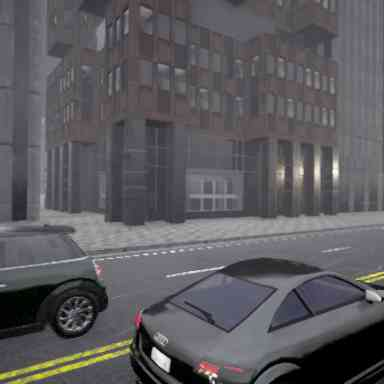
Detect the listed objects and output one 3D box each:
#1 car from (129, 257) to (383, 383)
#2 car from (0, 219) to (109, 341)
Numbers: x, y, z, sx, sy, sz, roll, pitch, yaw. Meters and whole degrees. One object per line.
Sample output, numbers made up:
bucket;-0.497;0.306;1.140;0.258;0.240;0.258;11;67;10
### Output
car;1.321;1.609;4.394;4.181;1.385;1.994;1;0;-36
car;-3.698;1.351;5.031;4.553;1.767;2.097;1;-1;-36
